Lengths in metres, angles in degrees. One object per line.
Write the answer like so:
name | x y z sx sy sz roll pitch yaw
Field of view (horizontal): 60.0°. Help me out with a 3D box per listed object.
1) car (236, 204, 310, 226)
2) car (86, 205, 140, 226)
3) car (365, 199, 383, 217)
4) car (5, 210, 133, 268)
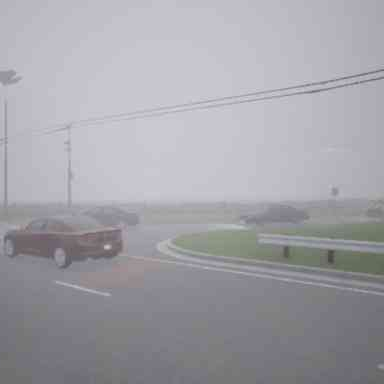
car | 5.840 1.596 23.703 5.357 1.411 2.033 0 0 -23
car | -5.791 1.570 20.848 5.008 1.535 1.882 0 0 -5
car | 17.802 1.366 30.027 4.553 1.767 2.097 0 0 -30
car | -4.588 1.535 11.565 5.008 1.535 1.882 0 0 35
